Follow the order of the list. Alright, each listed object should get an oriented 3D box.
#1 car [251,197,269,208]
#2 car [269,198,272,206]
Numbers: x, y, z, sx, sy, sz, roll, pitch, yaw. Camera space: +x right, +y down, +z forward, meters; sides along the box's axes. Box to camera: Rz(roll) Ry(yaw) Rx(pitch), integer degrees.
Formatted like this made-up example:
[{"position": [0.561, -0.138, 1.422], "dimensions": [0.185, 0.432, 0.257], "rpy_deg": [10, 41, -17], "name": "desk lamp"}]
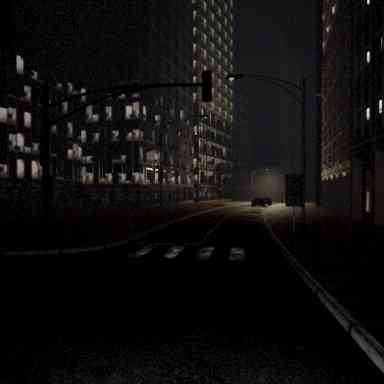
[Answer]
[{"position": [10.297, 1.661, 51.326], "dimensions": [1.837, 1.490, 4.892], "rpy_deg": [0, 0, 17], "name": "car"}, {"position": [13.489, 1.723, 60.829], "dimensions": [1.837, 1.490, 4.892], "rpy_deg": [0, 0, 21], "name": "car"}]
